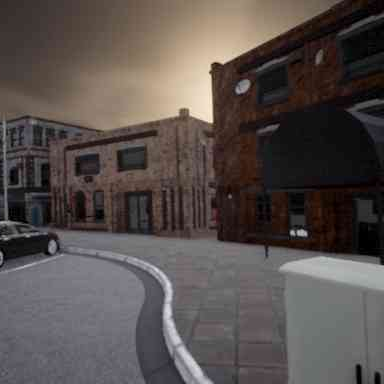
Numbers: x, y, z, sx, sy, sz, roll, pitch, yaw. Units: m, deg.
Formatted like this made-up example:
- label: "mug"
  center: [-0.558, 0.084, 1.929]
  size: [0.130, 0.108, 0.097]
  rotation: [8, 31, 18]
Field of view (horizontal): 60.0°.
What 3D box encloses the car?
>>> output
- label: "car"
  center: [-6.975, 1.854, 12.514]
  size: [2.231, 1.521, 4.892]
  rotation: [-1, -2, 12]
